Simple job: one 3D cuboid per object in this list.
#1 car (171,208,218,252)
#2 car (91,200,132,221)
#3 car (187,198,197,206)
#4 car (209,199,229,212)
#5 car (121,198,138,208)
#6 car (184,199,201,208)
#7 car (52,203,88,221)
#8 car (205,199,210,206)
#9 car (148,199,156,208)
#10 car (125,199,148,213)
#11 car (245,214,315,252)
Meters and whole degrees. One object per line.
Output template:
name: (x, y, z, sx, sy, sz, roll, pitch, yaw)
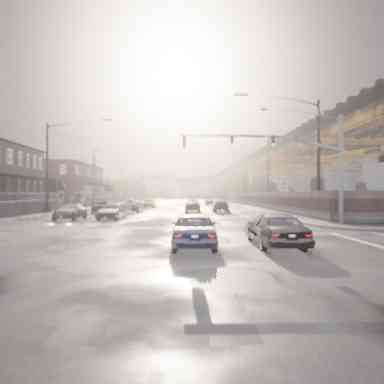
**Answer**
car: (0.098, 1.645, 14.280, 2.033, 1.411, 5.357, 0, 0, 0)
car: (-7.096, 1.750, 29.789, 2.033, 1.411, 5.357, 0, 0, 0)
car: (-0.009, 1.994, 65.903, 2.033, 1.411, 5.357, 0, 0, 0)
car: (3.594, 1.793, 42.475, 1.837, 1.490, 4.892, 0, 0, 0)
car: (-10.539, 1.859, 56.336, 1.882, 1.535, 5.008, 0, -1, 0)
car: (0.094, 1.779, 42.345, 2.128, 1.511, 4.902, 0, 0, 0)
car: (-10.595, 1.724, 29.165, 1.812, 1.442, 4.674, 0, 0, 0)
car: (3.491, 2.050, 66.197, 1.895, 1.301, 4.718, 0, 0, 0)
car: (-7.050, 1.848, 54.718, 1.882, 1.535, 5.008, 0, -1, 1)
car: (-7.089, 1.763, 40.164, 2.128, 1.511, 4.902, 0, 0, 0)
car: (3.599, 1.646, 14.454, 2.033, 1.411, 5.357, 0, 0, 0)
